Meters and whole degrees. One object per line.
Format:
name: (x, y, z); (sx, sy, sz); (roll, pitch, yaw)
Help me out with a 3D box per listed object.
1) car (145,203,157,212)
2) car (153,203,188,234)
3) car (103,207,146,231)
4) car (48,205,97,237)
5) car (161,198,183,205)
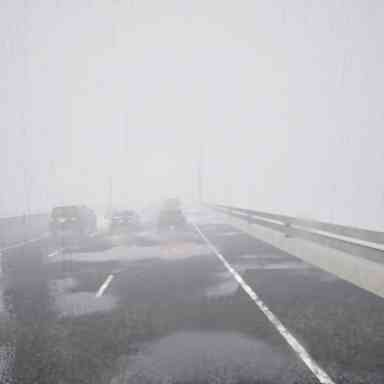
car: (-6.347, 2.476, 52.036); (1.994, 1.385, 4.181); (-4, -1, -2)
car: (-1.300, 1.786, 21.473); (1.837, 1.490, 4.892); (-3, 0, -3)
car: (-5.014, 2.094, 25.236); (2.033, 1.411, 5.357); (-3, -1, -3)
car: (-8.453, 1.967, 23.955); (2.150, 2.045, 5.566); (-3, -1, -3)
car: (-2.154, 1.698, 35.578); (2.150, 2.045, 5.566); (-3, 0, -2)
